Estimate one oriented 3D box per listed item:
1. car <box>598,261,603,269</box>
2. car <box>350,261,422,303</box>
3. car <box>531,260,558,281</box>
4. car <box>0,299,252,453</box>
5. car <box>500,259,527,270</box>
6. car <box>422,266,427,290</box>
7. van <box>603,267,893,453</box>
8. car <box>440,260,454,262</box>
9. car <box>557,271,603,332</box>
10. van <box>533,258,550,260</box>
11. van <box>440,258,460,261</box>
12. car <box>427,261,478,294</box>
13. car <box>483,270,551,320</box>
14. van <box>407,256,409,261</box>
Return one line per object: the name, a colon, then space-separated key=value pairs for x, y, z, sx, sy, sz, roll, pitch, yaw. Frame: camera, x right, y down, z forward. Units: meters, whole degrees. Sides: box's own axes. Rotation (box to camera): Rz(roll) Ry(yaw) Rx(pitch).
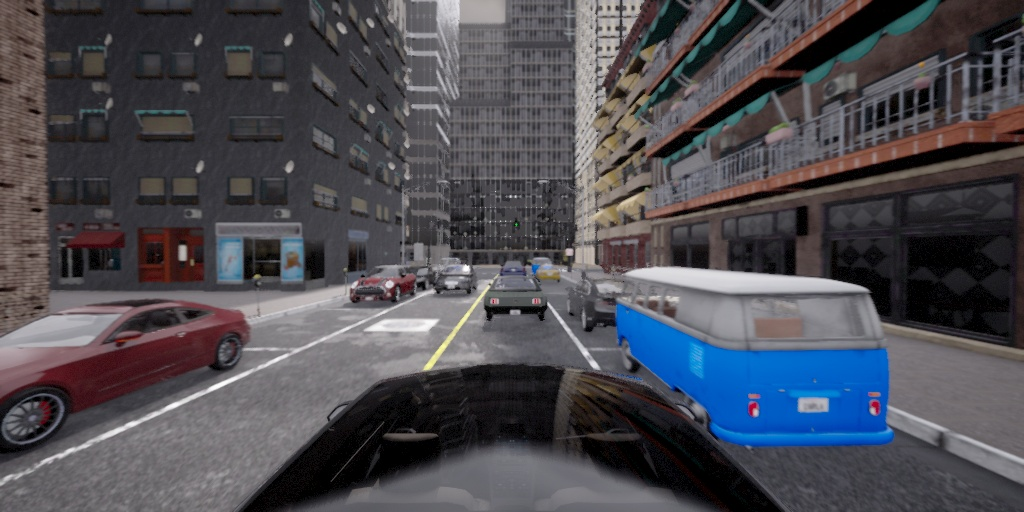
car: x=15.247 y=1.009 z=52.384 sx=5.009 sy=1.841 sz=2.192 roll=0 pitch=0 yaw=0
car: x=-5.688 y=1.164 z=16.275 sx=1.967 sy=1.591 sz=4.097 roll=0 pitch=0 yaw=0
car: x=2.696 y=1.231 z=27.617 sx=1.751 sy=1.417 sz=4.829 roll=0 pitch=0 yaw=0
car: x=-5.691 y=1.326 z=5.070 sx=1.802 sy=1.307 sz=4.207 roll=0 pitch=0 yaw=0
car: x=0.108 y=1.055 z=28.948 sx=2.097 sy=1.767 sz=4.553 roll=0 pitch=0 yaw=0
car: x=-5.686 y=1.281 z=21.876 sx=1.948 sy=1.339 sz=4.313 roll=0 pitch=0 yaw=0
van: x=2.690 y=1.085 z=5.039 sx=1.690 sy=1.789 sz=3.998 roll=0 pitch=0 yaw=0
car: x=-5.685 y=1.256 z=27.478 sx=2.007 sy=1.370 sz=4.403 roll=0 pitch=0 yaw=0
car: x=2.692 y=1.285 z=10.642 sx=2.007 sy=1.370 sz=4.403 roll=0 pitch=0 yaw=0
van: x=2.698 y=1.037 z=33.049 sx=1.690 sy=1.789 sz=3.998 roll=0 pitch=0 yaw=0
van: x=-5.683 y=1.037 z=33.080 sx=1.690 sy=1.789 sz=3.998 roll=0 pitch=0 yaw=0
car: x=-2.995 y=1.250 z=20.101 sx=2.128 sy=1.511 sz=4.902 roll=0 pitch=0 yaw=0
car: x=0.104 y=1.332 z=12.540 sx=1.895 sy=1.301 sz=4.718 roll=0 pitch=0 yaw=0
van: x=-17.142 y=0.871 z=52.586 sx=3.998 sy=1.789 sz=1.690 roll=0 pitch=0 yaw=0
